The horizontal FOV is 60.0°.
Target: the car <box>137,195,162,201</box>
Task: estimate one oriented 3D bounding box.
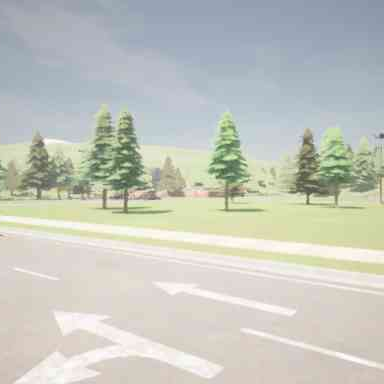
[{"bbox_3d":[-9.206,1.377,75.549,2.033,1.411,5.357,0,0,36],"label":"car"}]

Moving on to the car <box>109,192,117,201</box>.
[{"bbox_3d":[-17.733,1.039,81.675,2.150,2.045,5.566,0,0,36],"label":"car"}]

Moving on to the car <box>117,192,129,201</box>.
[{"bbox_3d":[-14.879,1.300,79.649,1.882,1.535,5.008,0,0,36],"label":"car"}]

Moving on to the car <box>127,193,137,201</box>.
[{"bbox_3d":[-12.043,1.355,77.599,2.128,1.511,4.902,0,0,36],"label":"car"}]
